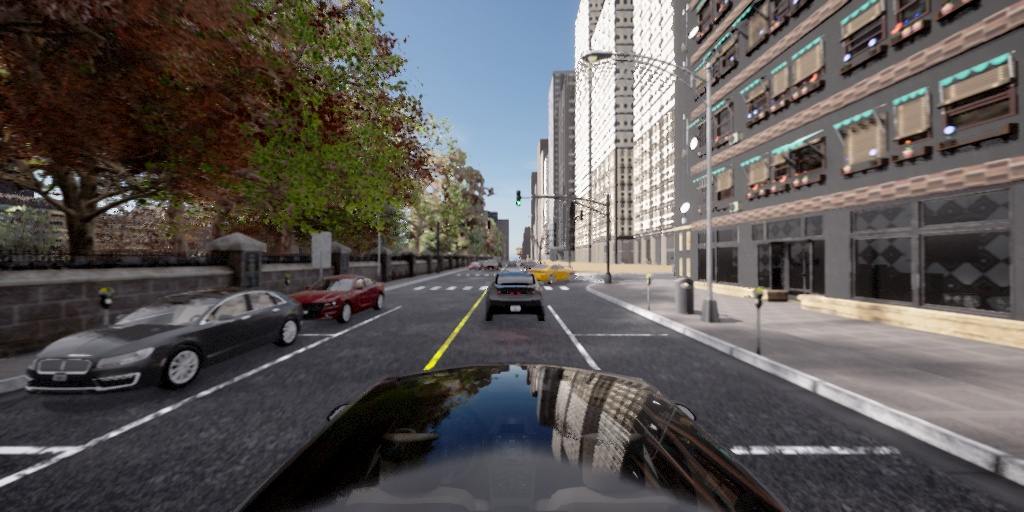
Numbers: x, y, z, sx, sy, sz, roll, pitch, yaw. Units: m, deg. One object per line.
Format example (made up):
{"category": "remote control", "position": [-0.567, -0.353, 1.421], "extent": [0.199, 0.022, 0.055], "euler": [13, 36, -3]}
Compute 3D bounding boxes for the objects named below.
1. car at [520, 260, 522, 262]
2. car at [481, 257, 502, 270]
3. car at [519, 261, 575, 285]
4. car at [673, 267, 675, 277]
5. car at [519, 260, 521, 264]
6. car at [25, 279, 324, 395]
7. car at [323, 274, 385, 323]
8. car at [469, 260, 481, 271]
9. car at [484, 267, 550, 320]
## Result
{"category": "car", "position": [2.686, 1.543, 55.846], "extent": [1.948, 1.339, 4.313], "euler": [0, 0, 0]}
{"category": "car", "position": [-3.072, 1.320, 53.859], "extent": [2.097, 1.767, 4.553], "euler": [0, 0, 0]}
{"category": "car", "position": [3.008, 1.313, 27.593], "extent": [1.882, 1.535, 5.008], "euler": [-2, -1, 37]}
{"category": "car", "position": [14.683, 1.126, 27.633], "extent": [4.313, 1.339, 1.948], "euler": [0, 0, 0]}
{"category": "car", "position": [2.686, 1.569, 61.478], "extent": [1.948, 1.339, 4.313], "euler": [0, 0, 0]}
{"category": "car", "position": [-5.769, 1.319, 6.755], "extent": [2.007, 1.370, 4.403], "euler": [0, 0, 0]}
{"category": "car", "position": [-5.821, 1.335, 12.295], "extent": [1.888, 1.381, 4.507], "euler": [0, 0, 0]}
{"category": "car", "position": [-5.694, 1.559, 55.845], "extent": [1.802, 1.307, 4.207], "euler": [0, 0, 0]}
{"category": "car", "position": [0.100, 1.294, 12.678], "extent": [1.837, 1.490, 4.892], "euler": [0, -1, 0]}
